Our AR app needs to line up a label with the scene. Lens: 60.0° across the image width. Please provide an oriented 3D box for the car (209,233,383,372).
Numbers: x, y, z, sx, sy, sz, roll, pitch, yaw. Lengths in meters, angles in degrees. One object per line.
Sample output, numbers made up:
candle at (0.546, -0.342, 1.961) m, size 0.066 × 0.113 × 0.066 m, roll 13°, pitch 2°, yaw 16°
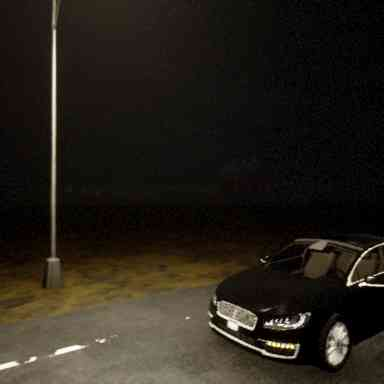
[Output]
car at (2.514, 1.527, 5.782) m, size 4.892 × 1.490 × 1.837 m, roll 1°, pitch 0°, yaw -35°
